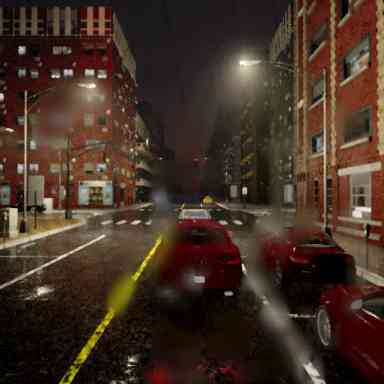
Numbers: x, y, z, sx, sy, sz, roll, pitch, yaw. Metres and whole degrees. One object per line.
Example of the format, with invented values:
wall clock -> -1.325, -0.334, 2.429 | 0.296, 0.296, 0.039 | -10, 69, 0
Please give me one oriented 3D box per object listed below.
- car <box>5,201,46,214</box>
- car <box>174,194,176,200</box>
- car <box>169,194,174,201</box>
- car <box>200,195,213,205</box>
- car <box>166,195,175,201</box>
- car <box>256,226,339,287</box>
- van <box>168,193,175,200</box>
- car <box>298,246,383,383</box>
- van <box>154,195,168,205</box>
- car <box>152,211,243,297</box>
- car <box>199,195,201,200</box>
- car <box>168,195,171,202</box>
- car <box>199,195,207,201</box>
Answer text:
car -> -18.655, 1.710, 37.383 | 4.313, 1.339, 1.947 | 0, -1, 0
car -> -5.557, 1.510, 80.712 | 1.752, 1.417, 4.829 | 1, 0, 0
car -> -5.566, 1.567, 75.230 | 1.802, 1.307, 4.206 | 1, 0, 0
car -> 2.789, 1.513, 58.392 | 1.752, 1.417, 4.829 | 1, 0, 0
car -> -5.548, 1.536, 86.534 | 2.008, 1.369, 4.403 | 1, 0, 0
car -> 2.851, 1.580, 8.968 | 1.802, 1.307, 4.206 | 1, 0, 0
van -> -5.537, 1.327, 92.187 | 1.690, 1.788, 3.998 | 1, 0, 0
car -> 2.672, 1.581, 3.312 | 1.802, 1.307, 4.206 | 1, 0, 0
van -> -5.588, 1.328, 58.273 | 1.690, 1.788, 3.998 | 1, 0, 0
car -> 0.111, 1.475, 8.650 | 1.882, 1.535, 5.008 | 0, 0, 0
car -> 2.823, 1.530, 80.832 | 1.887, 1.381, 4.507 | 1, 0, 0
car -> -5.583, 1.569, 63.925 | 1.802, 1.307, 4.206 | 1, 0, 0
car -> 2.831, 1.551, 86.483 | 1.947, 1.339, 4.313 | 1, 0, 0
